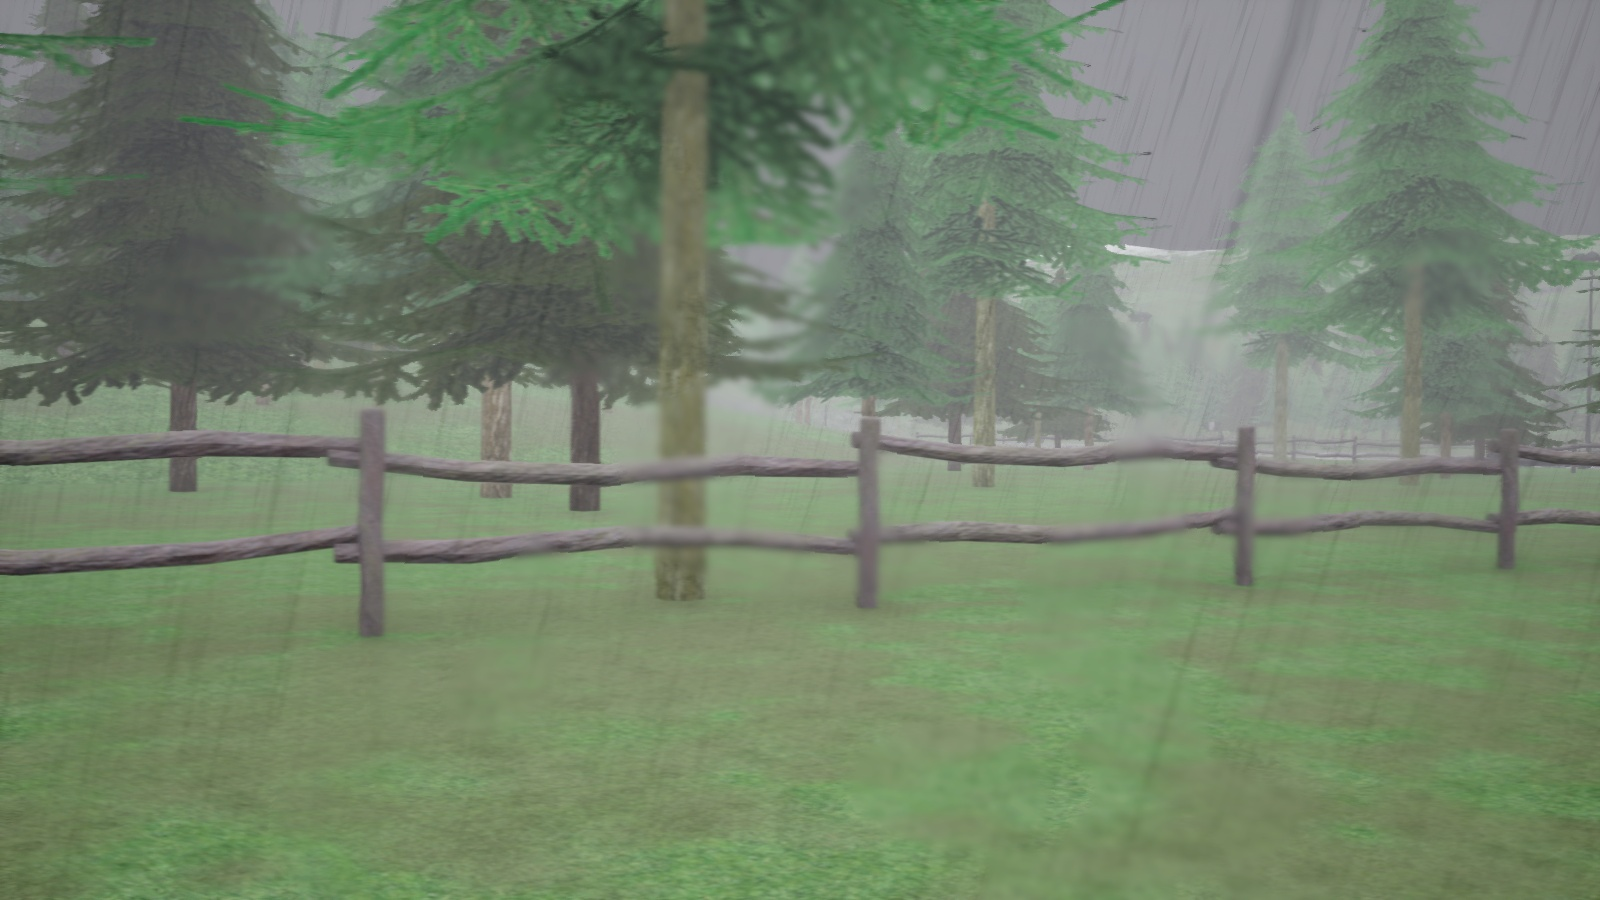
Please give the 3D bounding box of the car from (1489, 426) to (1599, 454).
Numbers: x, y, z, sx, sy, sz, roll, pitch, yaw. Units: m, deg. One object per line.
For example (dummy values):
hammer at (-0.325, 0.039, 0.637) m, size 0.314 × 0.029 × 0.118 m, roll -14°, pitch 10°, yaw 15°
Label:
car at (36.495, -0.496, 61.456) m, size 1.895 × 1.301 × 4.718 m, roll -1°, pitch 1°, yaw -21°
